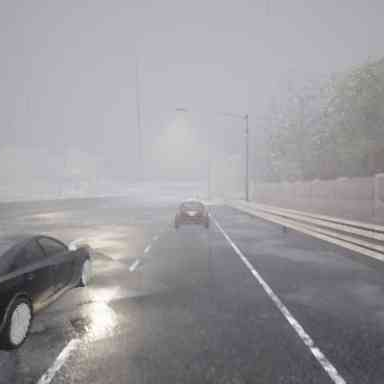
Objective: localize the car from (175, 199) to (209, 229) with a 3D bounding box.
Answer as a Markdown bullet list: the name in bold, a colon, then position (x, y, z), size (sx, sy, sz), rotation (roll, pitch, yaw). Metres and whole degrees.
- **car**: position (-0.005, 1.353, 21.861), size (2.097, 1.767, 4.553), rotation (0, 0, 0)

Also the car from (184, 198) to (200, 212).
- **car**: position (-0.009, 1.545, 40.600), size (1.812, 1.442, 4.674), rotation (0, 0, 0)

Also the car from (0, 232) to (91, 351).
- **car**: position (-3.399, 1.475, 6.203), size (1.882, 1.535, 5.008), rotation (0, 0, 0)
